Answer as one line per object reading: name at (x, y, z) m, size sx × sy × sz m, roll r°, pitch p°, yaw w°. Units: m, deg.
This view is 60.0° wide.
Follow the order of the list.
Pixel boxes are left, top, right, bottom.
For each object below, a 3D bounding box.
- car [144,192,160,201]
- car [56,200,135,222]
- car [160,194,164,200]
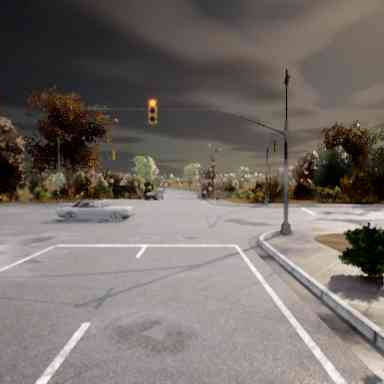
car at (-7.248, 0.749, 58.668) m, size 1.882 × 1.535 × 5.008 m, roll 0°, pitch -2°, yaw 0°
car at (-6.172, 1.205, 21.622) m, size 4.718 × 1.301 × 1.895 m, roll 0°, pitch 2°, yaw 4°
car at (-7.222, 1.122, 73.854) m, size 1.837 × 1.490 × 4.892 m, roll 0°, pitch -1°, yaw 0°
